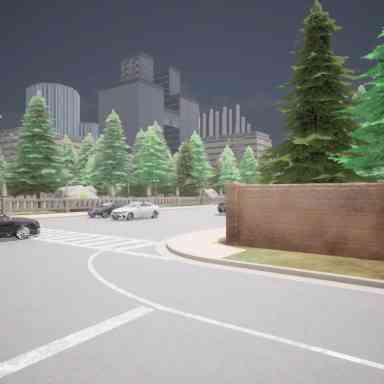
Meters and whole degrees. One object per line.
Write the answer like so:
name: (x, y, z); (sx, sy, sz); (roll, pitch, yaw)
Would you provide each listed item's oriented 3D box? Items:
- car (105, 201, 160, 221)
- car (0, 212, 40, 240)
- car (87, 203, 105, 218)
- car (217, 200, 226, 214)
car: (-4.582, 1.526, 27.562); (1.812, 1.442, 4.674); (0, 0, 35)
car: (-9.469, 1.505, 14.990); (1.837, 1.490, 4.892); (1, 1, 44)
car: (-7.164, 1.526, 29.973); (1.812, 1.442, 4.674); (0, 0, 35)
car: (4.414, 1.491, 33.912); (2.128, 1.511, 4.902); (0, 0, 35)
